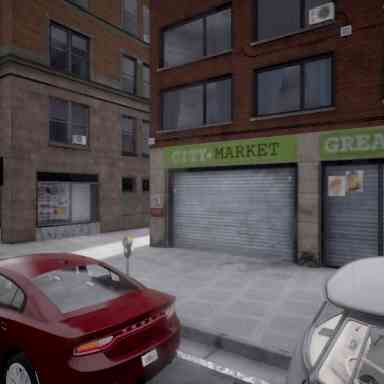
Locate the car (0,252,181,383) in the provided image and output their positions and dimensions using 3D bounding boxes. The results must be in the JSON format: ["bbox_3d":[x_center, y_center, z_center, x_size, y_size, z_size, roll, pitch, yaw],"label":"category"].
[{"bbox_3d":[-2.243,1.544,4.675,4.507,1.381,1.887,0,0,35],"label":"car"}]

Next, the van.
[{"bbox_3d":[2.366,1.341,1.389,3.998,1.788,1.690,0,0,35],"label":"van"}]
